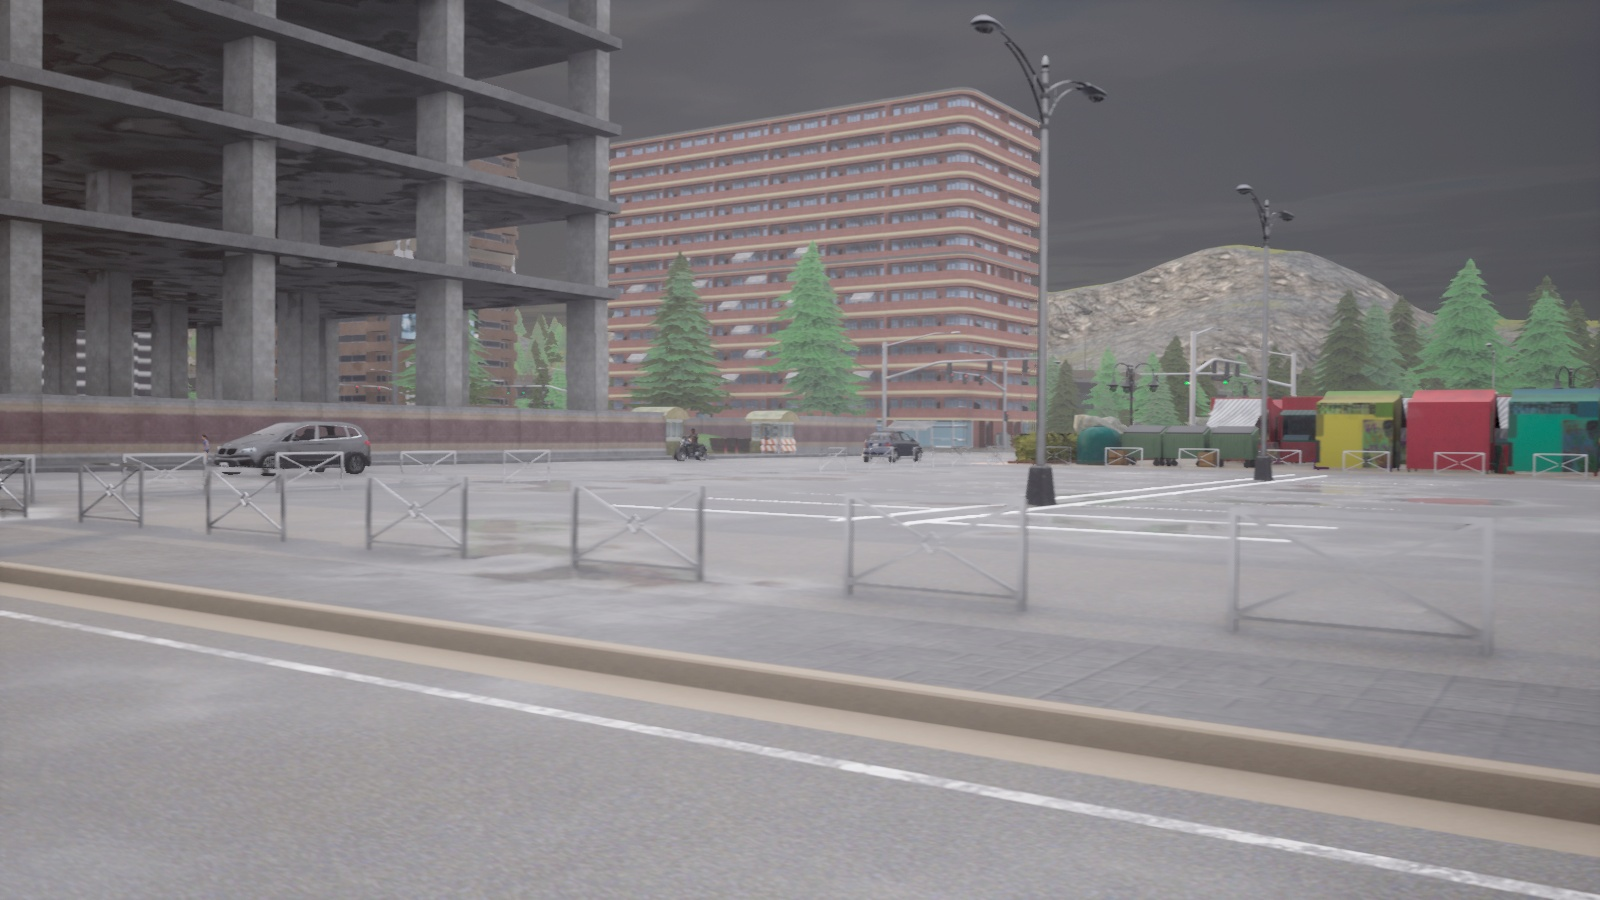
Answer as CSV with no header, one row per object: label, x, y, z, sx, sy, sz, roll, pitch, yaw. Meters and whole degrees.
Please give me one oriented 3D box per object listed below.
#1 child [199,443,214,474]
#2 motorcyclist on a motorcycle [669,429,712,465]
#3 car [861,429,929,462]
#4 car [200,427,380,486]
child,-20.952,0.295,44.314,0.255,1.110,0.394,0,1,41
motorcyclist on a motorcycle,-5.216,-0.145,59.991,0.766,1.649,2.350,0,1,33
car,4.747,-0.240,62.386,1.789,1.549,3.705,0,1,33
car,-15.409,0.139,38.176,2.242,1.667,4.611,0,1,33
